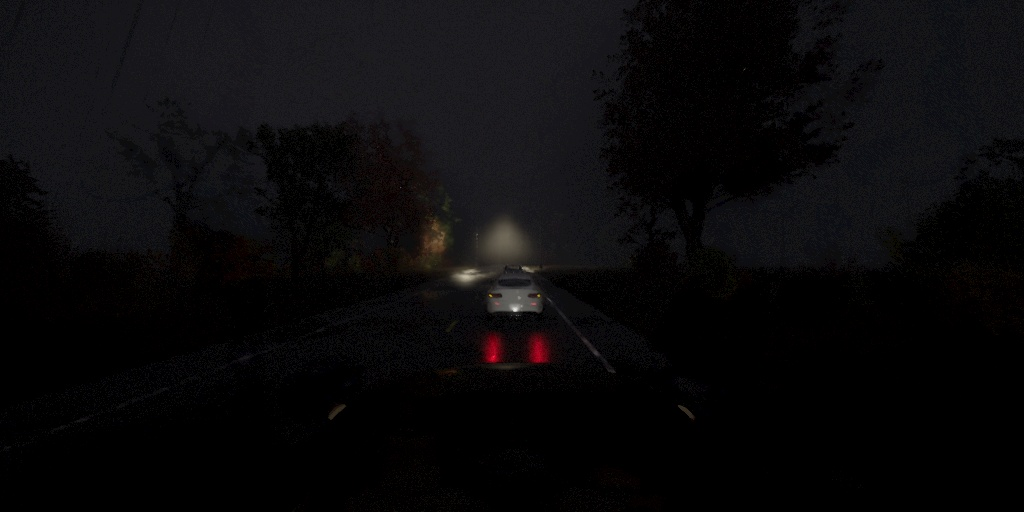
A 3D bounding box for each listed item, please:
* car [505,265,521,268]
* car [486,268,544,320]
[{"bbox_3d":[0.109,1.529,35.036,1.895,1.301,4.718,0,0,0],"label":"car"},{"bbox_3d":[0.099,1.325,12.801,1.812,1.442,4.674,0,0,0],"label":"car"}]
